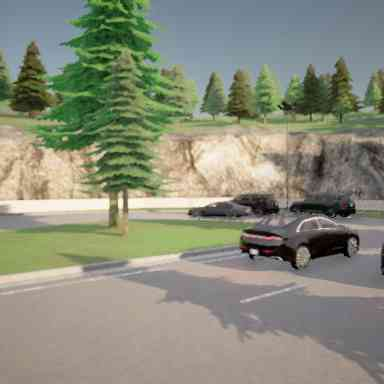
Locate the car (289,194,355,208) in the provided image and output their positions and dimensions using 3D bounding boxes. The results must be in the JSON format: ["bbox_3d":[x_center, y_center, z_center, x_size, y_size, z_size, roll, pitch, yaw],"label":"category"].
[{"bbox_3d":[11.207,1.161,28.905,2.150,2.045,5.566,1,0,-37],"label":"car"}]

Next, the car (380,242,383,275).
[{"bbox_3d":[6.732,1.482,8.960,4.892,1.490,1.837,-1,1,-41],"label":"car"}]

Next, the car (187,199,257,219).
[{"bbox_3d":[2.296,1.506,27.583,5.357,1.411,2.033,0,0,23],"label":"car"}]

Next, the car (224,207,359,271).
[{"bbox_3d":[3.664,1.471,10.942,4.902,1.511,2.128,0,0,-38],"label":"car"}]

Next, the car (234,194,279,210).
[{"bbox_3d":[4.977,1.171,29.951,5.566,2.045,2.150,0,-1,34],"label":"car"}]
